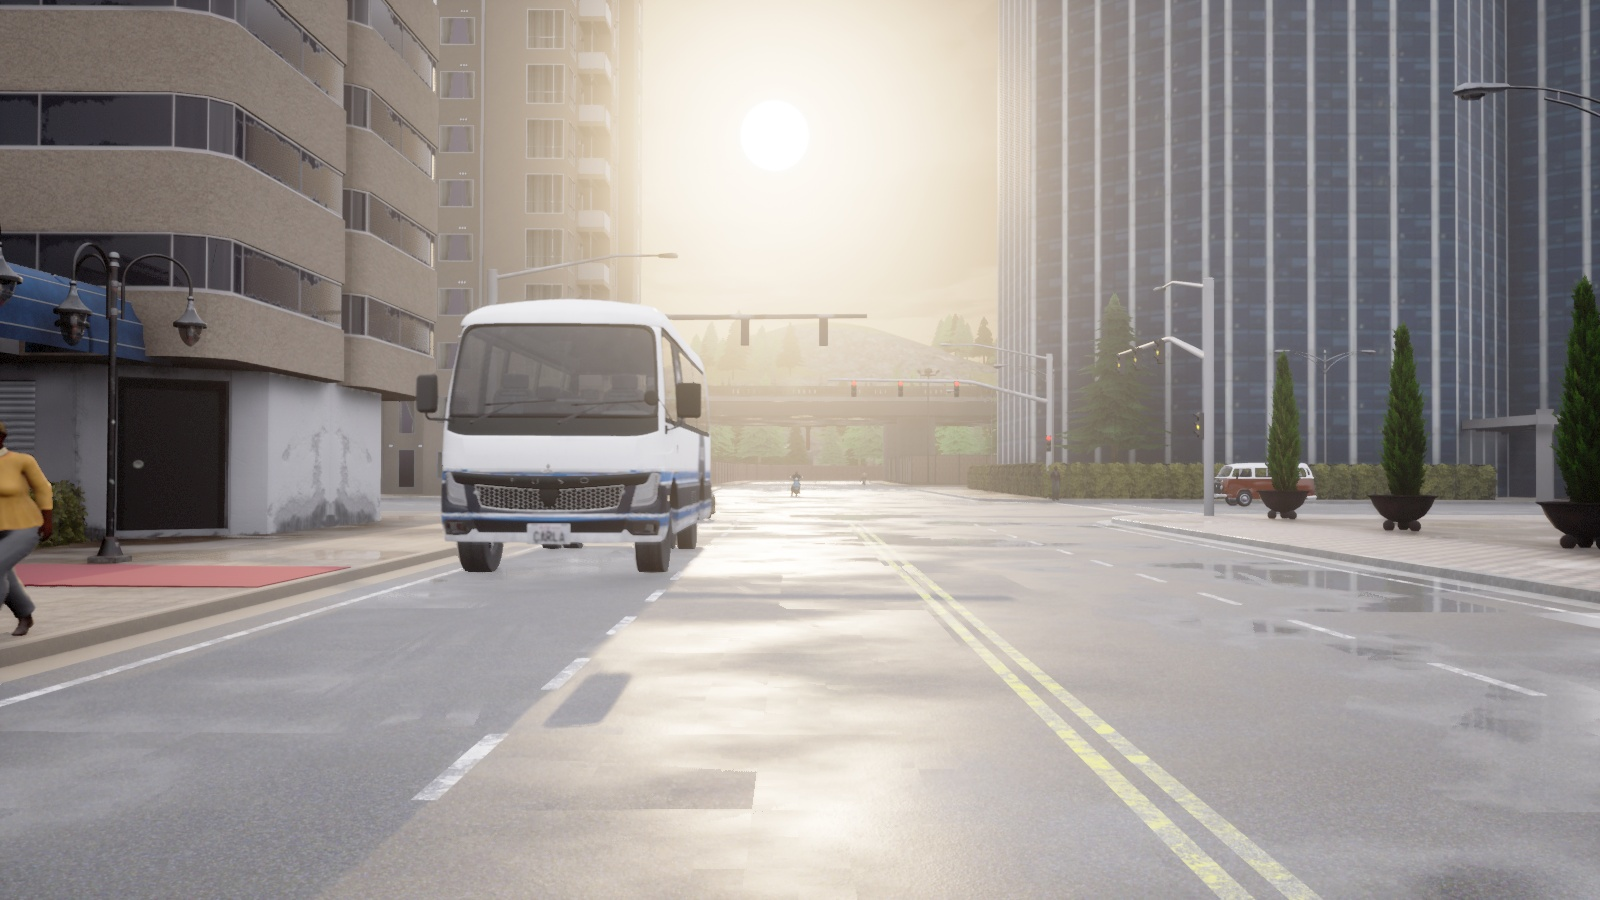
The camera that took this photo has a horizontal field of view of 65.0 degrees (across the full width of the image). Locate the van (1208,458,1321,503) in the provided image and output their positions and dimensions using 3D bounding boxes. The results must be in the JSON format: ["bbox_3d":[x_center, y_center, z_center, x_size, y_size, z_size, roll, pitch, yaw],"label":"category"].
[{"bbox_3d":[21.638,1.433,58.627,4.480,2.038,2.069,0,-1,-1],"label":"van"}]

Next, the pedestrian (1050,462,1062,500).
[{"bbox_3d":[12.907,1.561,63.273,0.402,1.930,0.666,0,-1,-2],"label":"pedestrian"}]

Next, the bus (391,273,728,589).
[{"bbox_3d":[-3.544,-0.178,22.083,3.944,4.253,10.273,0,-1,0],"label":"bus"}]

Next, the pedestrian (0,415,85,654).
[{"bbox_3d":[-6.492,0.663,10.179,0.874,1.855,0.900,0,-1,0],"label":"pedestrian"}]
